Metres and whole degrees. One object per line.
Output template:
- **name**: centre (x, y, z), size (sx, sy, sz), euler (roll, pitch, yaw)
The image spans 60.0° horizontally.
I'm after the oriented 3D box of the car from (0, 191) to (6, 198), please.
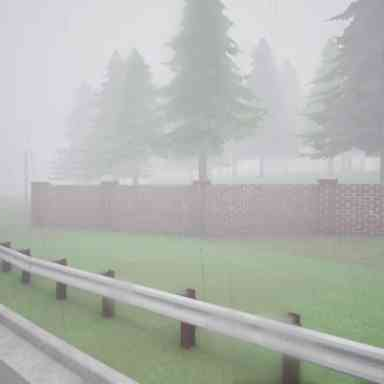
- **car**: centre (-44.426, 1.004, 75.754), size (1.994, 1.385, 4.181), euler (0, 0, -22)
